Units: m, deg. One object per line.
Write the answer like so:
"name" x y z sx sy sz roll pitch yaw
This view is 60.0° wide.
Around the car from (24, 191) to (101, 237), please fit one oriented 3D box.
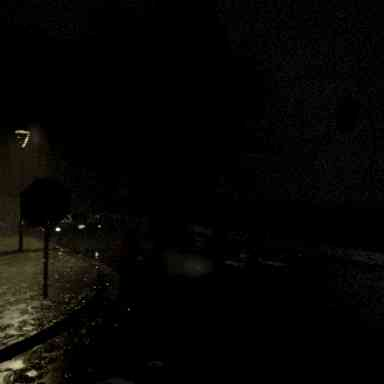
"car" -6.495 0.968 16.252 2.150 2.045 5.566 1 3 -41
